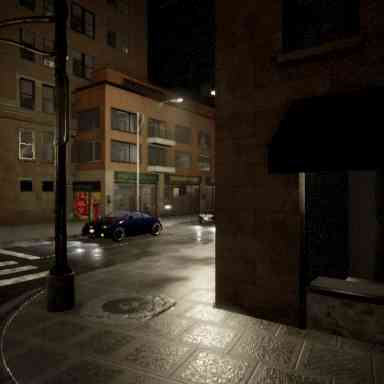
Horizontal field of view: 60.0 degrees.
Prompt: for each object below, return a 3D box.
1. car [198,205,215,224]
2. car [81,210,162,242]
[{"bbox_3d":[2.309,1.580,24.737,1.812,1.442,4.674,0,0,35],"label":"car"},{"bbox_3d":[-3.400,1.594,16.725,1.994,1.385,4.181,0,0,35],"label":"car"}]
